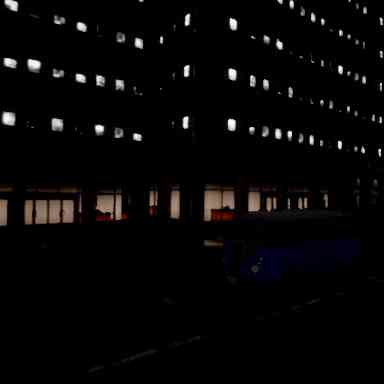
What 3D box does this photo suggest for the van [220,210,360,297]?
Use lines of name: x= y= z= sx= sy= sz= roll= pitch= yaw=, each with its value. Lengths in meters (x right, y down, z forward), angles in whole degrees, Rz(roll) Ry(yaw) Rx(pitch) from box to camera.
van: x=2.565 y=1.367 z=8.375 sx=3.998 sy=1.788 sz=1.690 roll=0 pitch=1 yaw=-36
